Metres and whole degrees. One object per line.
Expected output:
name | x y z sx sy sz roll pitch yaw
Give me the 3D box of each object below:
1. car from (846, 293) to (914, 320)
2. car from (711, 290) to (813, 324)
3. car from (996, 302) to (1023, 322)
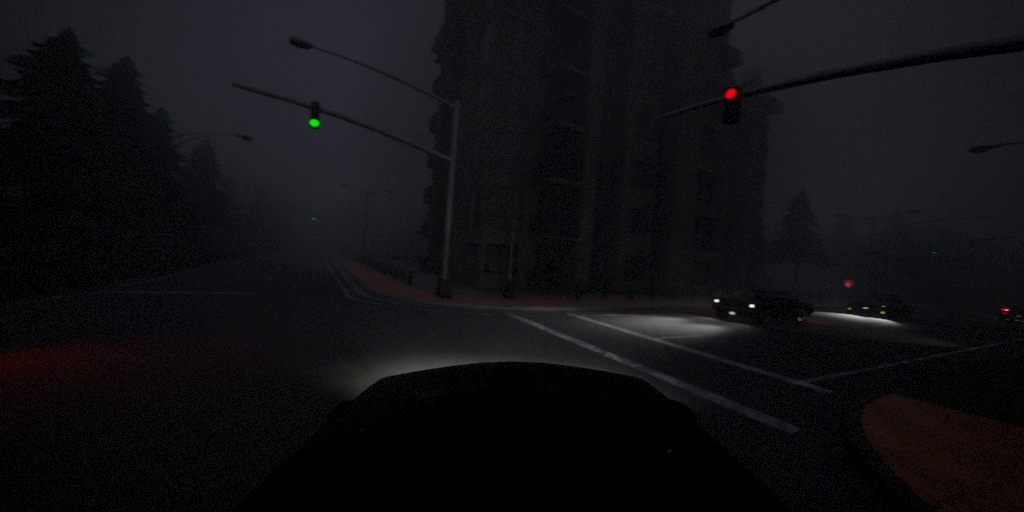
car | 22.254 2.958 21.669 4.181 1.385 1.994 4 0 -28
car | 11.028 2.171 15.783 4.718 1.301 1.895 4 0 -28
car | 34.644 3.832 24.096 4.674 1.442 1.812 4 0 -27
